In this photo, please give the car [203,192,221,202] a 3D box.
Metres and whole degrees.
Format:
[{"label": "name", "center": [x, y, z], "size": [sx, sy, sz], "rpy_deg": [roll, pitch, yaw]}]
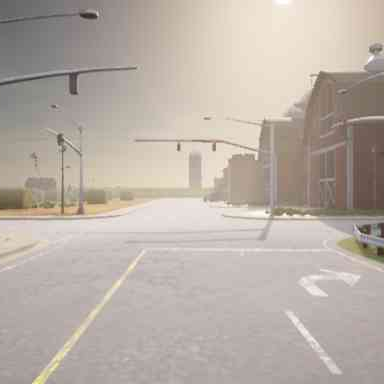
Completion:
[{"label": "car", "center": [4.163, 1.101, 69.159], "size": [1.905, 1.878, 3.866], "rpy_deg": [-8, 3, -42]}]
